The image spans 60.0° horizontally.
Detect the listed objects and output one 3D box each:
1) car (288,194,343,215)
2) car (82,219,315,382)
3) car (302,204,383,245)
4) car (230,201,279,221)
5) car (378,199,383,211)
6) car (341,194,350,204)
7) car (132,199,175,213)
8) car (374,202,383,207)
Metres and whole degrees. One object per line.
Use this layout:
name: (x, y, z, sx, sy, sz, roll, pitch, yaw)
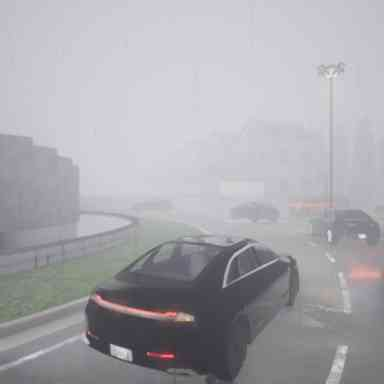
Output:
car: (11.513, 1.317, 31.835, 4.553, 1.767, 2.097, 0, 0, -13)
car: (0.465, 1.487, 5.628, 2.128, 1.511, 4.902, 0, 0, 30)
car: (6.821, 1.486, 15.391, 1.837, 1.490, 4.892, 0, 0, 4)
car: (4.680, 1.467, 25.467, 2.128, 1.511, 4.902, 0, 0, -21)
car: (24.918, 1.551, 40.097, 4.718, 1.301, 1.895, 0, 0, -24)
car: (14.420, 1.184, 36.059, 5.566, 2.045, 2.150, 0, 0, -17)
car: (-4.184, 1.459, 35.880, 4.902, 1.511, 2.128, 0, 0, 20)
car: (21.283, 1.435, 34.718, 5.008, 1.535, 1.882, 0, 0, -23)
